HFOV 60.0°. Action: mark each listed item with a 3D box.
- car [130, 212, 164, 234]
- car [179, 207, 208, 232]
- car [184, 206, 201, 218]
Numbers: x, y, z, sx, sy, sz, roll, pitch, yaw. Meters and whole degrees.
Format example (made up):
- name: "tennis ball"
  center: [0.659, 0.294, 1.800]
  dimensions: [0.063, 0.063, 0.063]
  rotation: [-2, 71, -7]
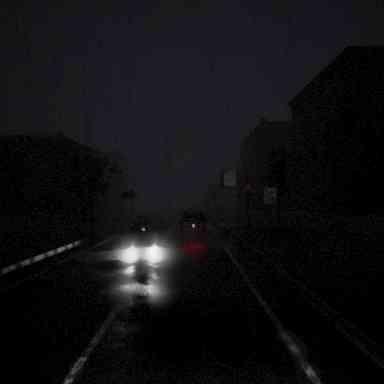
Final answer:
- name: "car"
  center: [-2.999, 2.064, 22.833]
  dimensions: [1.895, 1.301, 4.718]
  rotation: [0, -1, 0]
- name: "car"
  center: [0.098, 2.002, 24.142]
  dimensions: [1.837, 1.490, 4.892]
  rotation: [0, -1, 0]
- name: "car"
  center: [0.097, 2.505, 41.607]
  dimensions: [1.994, 1.385, 4.181]
  rotation: [0, -1, 0]
